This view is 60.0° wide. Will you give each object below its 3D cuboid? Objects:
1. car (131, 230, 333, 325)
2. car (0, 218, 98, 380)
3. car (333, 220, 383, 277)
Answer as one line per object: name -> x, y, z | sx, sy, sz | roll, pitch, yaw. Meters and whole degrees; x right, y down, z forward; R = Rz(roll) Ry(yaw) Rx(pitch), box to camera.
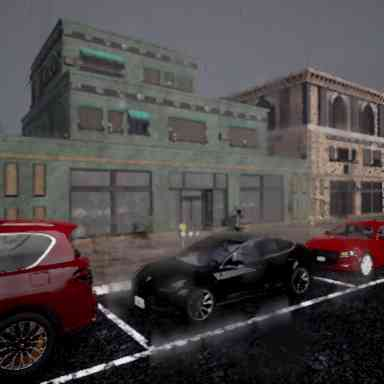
car -> 0.843, 1.585, 7.162 | 4.313, 1.339, 1.947 | 0, -1, -35
car -> -3.671, 1.312, 3.946 | 5.009, 1.841, 2.192 | 0, -1, -35
car -> 5.357, 1.585, 10.381 | 4.507, 1.381, 1.887 | 0, -1, -35
